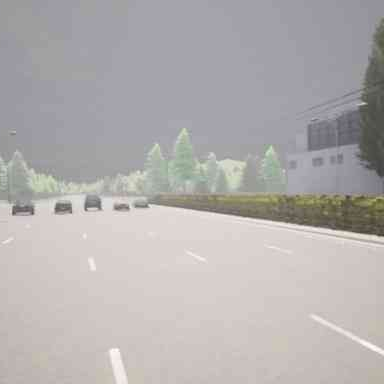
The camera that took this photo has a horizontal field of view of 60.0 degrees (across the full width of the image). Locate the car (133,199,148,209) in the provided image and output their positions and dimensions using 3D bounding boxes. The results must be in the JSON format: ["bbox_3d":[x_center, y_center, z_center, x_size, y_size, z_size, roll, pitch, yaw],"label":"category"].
[{"bbox_3d":[-7.952,1.742,50.260,1.994,1.385,4.181,-1,0,-20],"label":"car"}]

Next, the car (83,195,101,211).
[{"bbox_3d":[-13.521,1.444,45.028,2.150,2.045,5.566,-1,0,-20],"label":"car"}]

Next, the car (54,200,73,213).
[{"bbox_3d":[-15.500,1.708,40.157,1.882,1.535,5.008,-1,0,-20],"label":"car"}]

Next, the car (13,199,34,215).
[{"bbox_3d":[-19.118,1.612,37.784,2.097,1.767,4.553,-1,0,-26],"label":"car"}]

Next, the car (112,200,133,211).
[{"bbox_3d":[-9.634,1.783,44.551,1.895,1.301,4.718,-1,0,-20],"label":"car"}]
